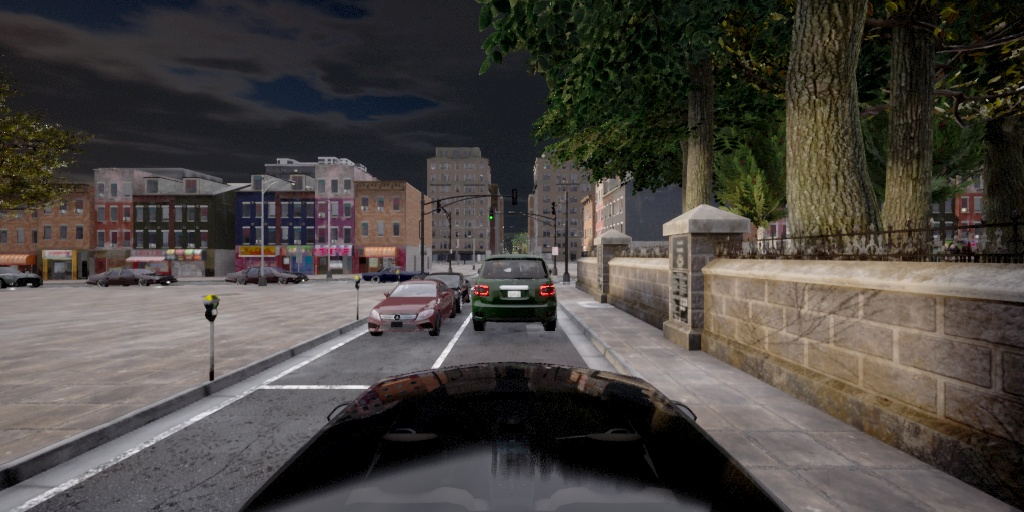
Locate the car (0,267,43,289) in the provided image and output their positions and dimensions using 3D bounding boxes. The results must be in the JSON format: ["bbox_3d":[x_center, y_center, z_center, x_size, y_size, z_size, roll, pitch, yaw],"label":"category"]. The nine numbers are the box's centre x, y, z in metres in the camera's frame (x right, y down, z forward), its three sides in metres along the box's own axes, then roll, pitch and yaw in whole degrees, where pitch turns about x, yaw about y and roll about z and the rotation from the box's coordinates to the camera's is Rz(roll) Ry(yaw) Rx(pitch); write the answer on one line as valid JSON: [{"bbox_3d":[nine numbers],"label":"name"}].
[{"bbox_3d":[-38.333,1.597,26.821,4.553,1.767,2.097,-1,0,0],"label":"car"}]

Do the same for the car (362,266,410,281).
[{"bbox_3d":[-8.539,1.425,26.881,4.718,1.301,1.895,-1,0,0],"label":"car"}]

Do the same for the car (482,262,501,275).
[{"bbox_3d":[-2.252,1.342,40.744,1.895,1.301,4.718,0,0,0],"label":"car"}]

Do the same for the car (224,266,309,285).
[{"bbox_3d":[-18.300,1.482,26.855,5.357,1.411,2.033,-1,0,0],"label":"car"}]

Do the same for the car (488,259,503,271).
[{"bbox_3d":[-2.258,1.216,51.157,1.882,1.535,5.008,0,0,0],"label":"car"}]

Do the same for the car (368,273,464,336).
[{"bbox_3d":[-2.632,1.331,10.295,1.802,1.307,4.207,0,0,0],"label":"car"}]

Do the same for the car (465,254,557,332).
[{"bbox_3d":[0.082,0.971,10.973,2.150,2.045,5.566,0,0,1],"label":"car"}]

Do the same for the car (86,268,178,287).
[{"bbox_3d":[-28.374,1.623,26.828,5.357,1.411,2.033,-1,0,0],"label":"car"}]

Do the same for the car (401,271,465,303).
[{"bbox_3d":[-2.629,1.315,13.958,1.948,1.339,4.313,0,0,0],"label":"car"}]
